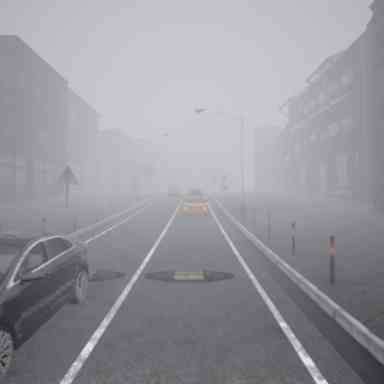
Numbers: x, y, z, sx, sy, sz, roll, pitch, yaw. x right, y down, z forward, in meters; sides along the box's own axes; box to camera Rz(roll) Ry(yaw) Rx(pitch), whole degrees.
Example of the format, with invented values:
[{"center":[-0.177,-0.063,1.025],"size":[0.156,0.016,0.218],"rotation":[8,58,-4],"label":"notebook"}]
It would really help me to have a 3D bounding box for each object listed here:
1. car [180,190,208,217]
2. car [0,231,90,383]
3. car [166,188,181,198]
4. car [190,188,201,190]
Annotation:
[{"center":[0.247,0.940,25.196],"size":[1.801,1.575,5.366],"rotation":[0,2,0],"label":"car"},{"center":[-3.077,1.453,5.202],"size":[2.128,1.511,4.902],"rotation":[0,1,0],"label":"car"},{"center":[-2.562,0.074,48.193],"size":[2.033,1.411,5.357],"rotation":[0,2,3],"label":"car"},{"center":[0.447,0.204,42.736],"size":[1.837,1.490,4.892],"rotation":[0,2,1],"label":"car"}]
